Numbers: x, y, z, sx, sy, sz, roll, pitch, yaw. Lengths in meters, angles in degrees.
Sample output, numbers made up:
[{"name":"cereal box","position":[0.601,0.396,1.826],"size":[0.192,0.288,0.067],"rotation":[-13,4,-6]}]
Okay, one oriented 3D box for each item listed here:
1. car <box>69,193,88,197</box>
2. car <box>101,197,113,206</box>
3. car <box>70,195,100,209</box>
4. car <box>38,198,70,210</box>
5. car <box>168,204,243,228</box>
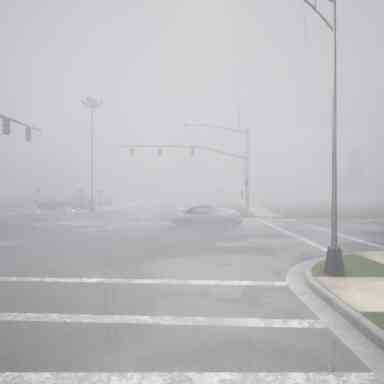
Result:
[{"name":"car","position":[-17.864,1.221,52.579],"size":[2.150,2.045,5.566],"rotation":[0,0,1]},{"name":"car","position":[-14.327,1.526,54.462],"size":[1.812,1.442,4.674],"rotation":[0,0,1]},{"name":"car","position":[-14.463,1.547,44.872],"size":[2.033,1.411,5.357],"rotation":[0,0,1]},{"name":"car","position":[-18.002,1.601,42.938],"size":[1.895,1.301,4.718],"rotation":[0,0,1]},{"name":"car","position":[0.871,1.601,21.581],"size":[4.718,1.301,1.895],"rotation":[0,0,0]}]
